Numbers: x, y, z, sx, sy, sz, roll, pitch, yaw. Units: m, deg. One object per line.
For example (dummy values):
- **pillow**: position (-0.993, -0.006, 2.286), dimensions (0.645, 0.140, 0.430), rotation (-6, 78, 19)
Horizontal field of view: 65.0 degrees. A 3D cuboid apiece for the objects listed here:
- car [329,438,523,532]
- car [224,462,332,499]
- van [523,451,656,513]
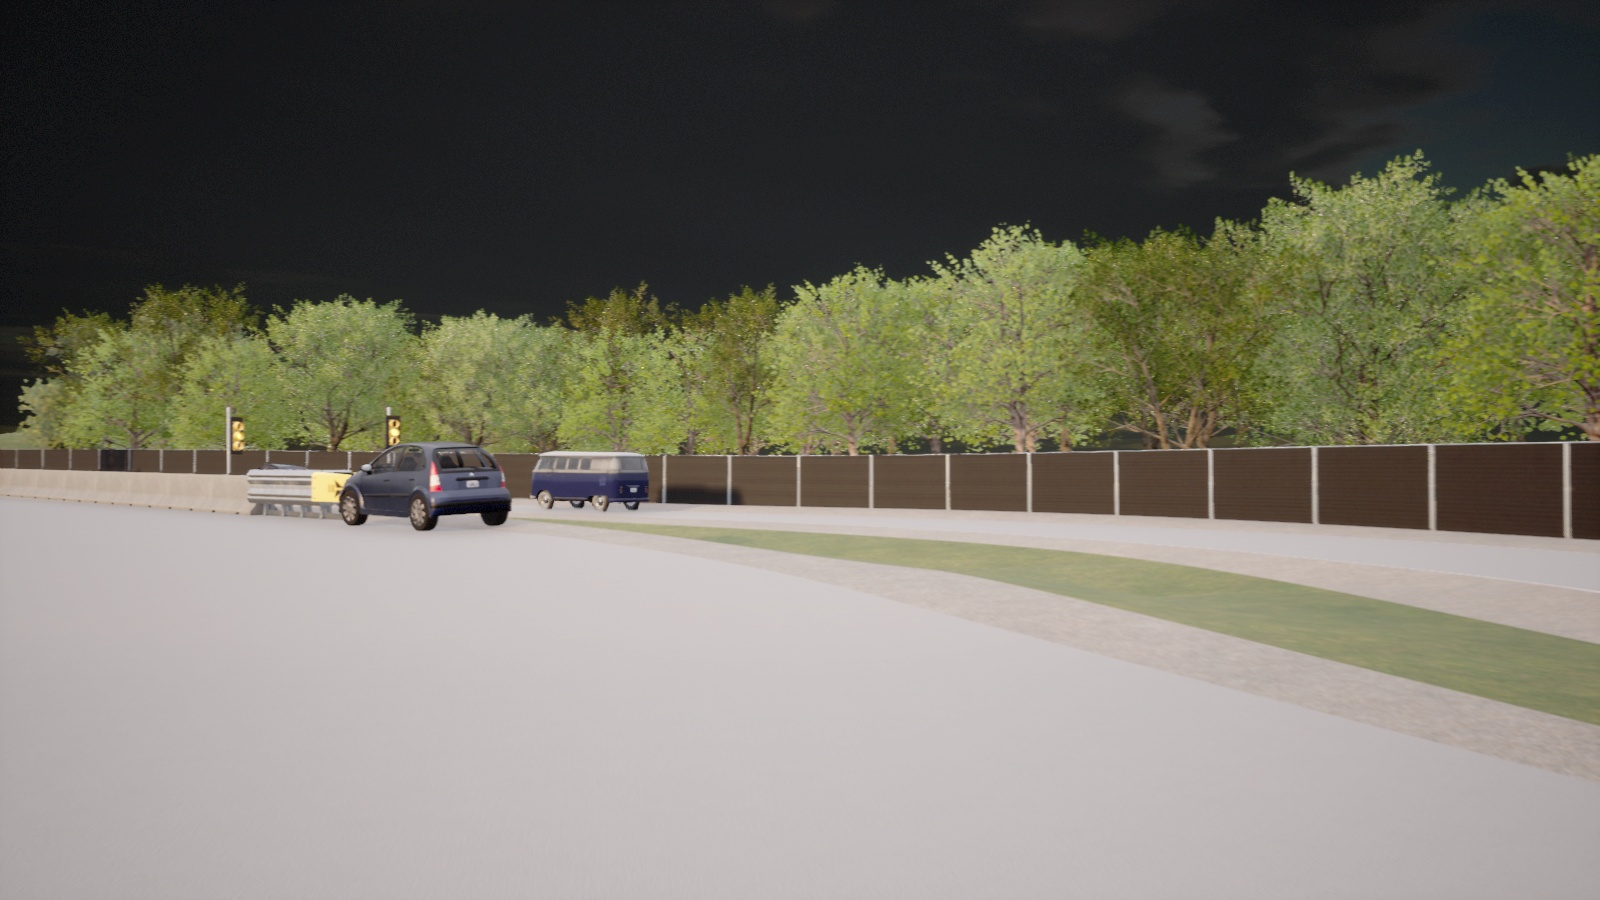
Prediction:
- **car**: position (-7.243, 0.598, 24.120), dimensions (3.988, 1.617, 1.851), rotation (0, 2, 45)
- **car**: position (-21.345, 1.205, 51.334), dimensions (4.181, 1.385, 1.994), rotation (1, 0, 32)
- **van**: position (-7.110, 1.033, 42.209), dimensions (4.442, 1.987, 1.775), rotation (0, -1, 35)
